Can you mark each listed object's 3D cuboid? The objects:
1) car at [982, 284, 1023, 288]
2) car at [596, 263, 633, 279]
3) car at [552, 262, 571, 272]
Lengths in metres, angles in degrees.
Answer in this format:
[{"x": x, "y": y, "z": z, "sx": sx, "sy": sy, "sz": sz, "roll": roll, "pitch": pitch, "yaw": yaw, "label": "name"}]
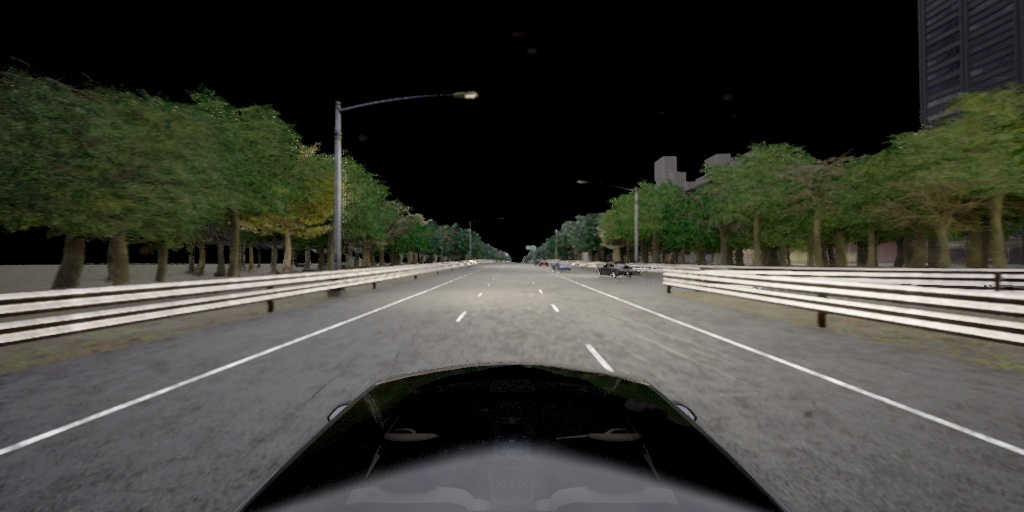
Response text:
[{"x": 20.044, "y": 1.121, "z": 12.411, "sx": 1.812, "sy": 1.442, "sz": 4.674, "roll": 0, "pitch": -2, "yaw": -30, "label": "car"}, {"x": 10.369, "y": 1.425, "z": 36.411, "sx": 1.837, "sy": 1.490, "sz": 4.892, "roll": -1, "pitch": 0, "yaw": -15, "label": "car"}, {"x": 7.296, "y": 1.534, "z": 53.297, "sx": 2.033, "sy": 1.411, "sz": 5.357, "roll": 0, "pitch": 0, "yaw": -8, "label": "car"}]
